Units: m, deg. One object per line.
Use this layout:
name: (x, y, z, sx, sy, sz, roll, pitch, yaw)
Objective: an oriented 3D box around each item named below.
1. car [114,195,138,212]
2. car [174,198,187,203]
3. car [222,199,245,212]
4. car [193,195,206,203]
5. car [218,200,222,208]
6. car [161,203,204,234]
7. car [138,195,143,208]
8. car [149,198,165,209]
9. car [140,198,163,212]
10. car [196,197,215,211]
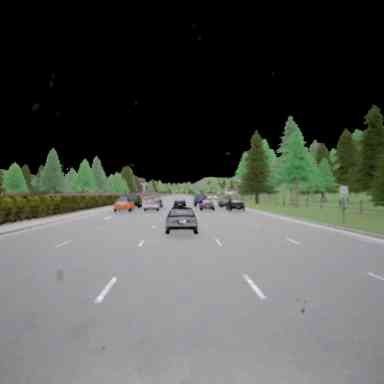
car: (-8.492, 1.558, 42.066, 2.097, 1.767, 4.553, 0, 0, -2)
car: (-1.811, 1.693, 50.375, 1.882, 1.535, 5.008, 0, 0, -2)
car: (5.418, 1.632, 42.089, 1.882, 1.535, 5.008, 0, 0, -2)
car: (1.442, 1.451, 56.915, 2.150, 2.045, 5.566, 0, 0, -3)
car: (5.067, 1.793, 51.069, 1.895, 1.301, 4.718, 0, 0, -2)
car: (-0.628, 1.633, 20.050, 2.033, 1.411, 5.357, 0, 0, -2)
car: (-8.966, 1.468, 51.616, 2.150, 2.045, 5.566, 0, 0, -2)
car: (-5.479, 1.727, 52.038, 2.128, 1.511, 4.902, 0, 0, -2)
car: (-5.113, 1.797, 42.783, 1.895, 1.301, 4.718, 0, 0, -2)
car: (1.931, 1.702, 44.303, 1.812, 1.442, 4.674, 0, 0, -2)
